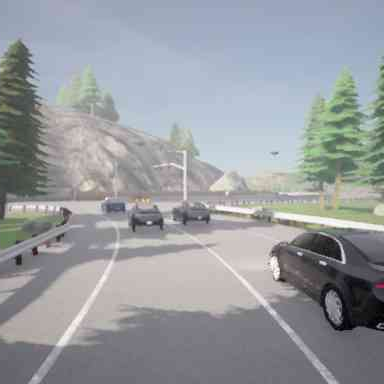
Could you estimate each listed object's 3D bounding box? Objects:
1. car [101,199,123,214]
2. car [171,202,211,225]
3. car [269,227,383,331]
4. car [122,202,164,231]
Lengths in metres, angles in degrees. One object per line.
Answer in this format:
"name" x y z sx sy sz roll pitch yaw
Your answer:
"car" -8.250 1.438 34.735 1.882 1.535 5.008 0 0 -25
"car" -0.169 1.437 23.481 2.128 1.511 4.902 0 0 -16
"car" 3.068 1.471 6.823 1.837 1.490 4.892 0 0 -5
"car" -2.927 1.457 20.497 2.128 1.511 4.902 0 0 -14
